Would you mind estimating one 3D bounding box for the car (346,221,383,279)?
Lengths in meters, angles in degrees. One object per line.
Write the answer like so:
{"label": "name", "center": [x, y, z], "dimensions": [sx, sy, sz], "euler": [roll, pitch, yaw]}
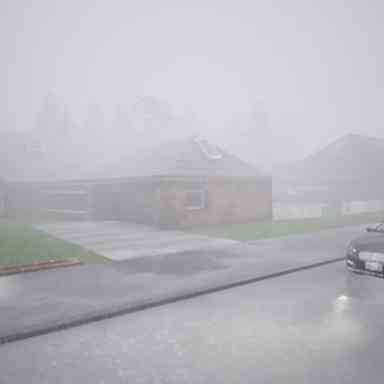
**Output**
{"label": "car", "center": [5.998, 1.335, 8.762], "dimensions": [4.902, 1.511, 2.128], "euler": [-1, 1, -35]}
